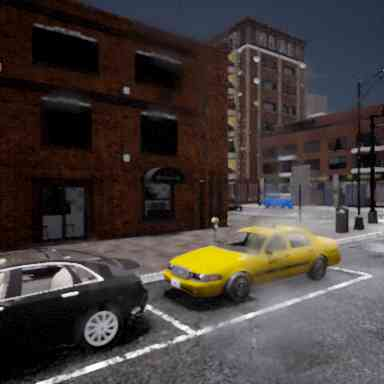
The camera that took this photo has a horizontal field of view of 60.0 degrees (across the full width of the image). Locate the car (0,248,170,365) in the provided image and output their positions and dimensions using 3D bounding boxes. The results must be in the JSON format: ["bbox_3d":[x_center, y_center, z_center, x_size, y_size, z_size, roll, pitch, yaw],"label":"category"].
[{"bbox_3d":[-2.740,1.547,4.549,4.403,1.369,2.008,-1,2,-36],"label":"car"}]

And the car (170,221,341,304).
[{"bbox_3d":[1.636,1.422,7.911,4.829,1.417,1.752,-1,2,-36],"label":"car"}]

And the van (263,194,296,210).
[{"bbox_3d":[10.183,1.098,39.032,1.690,1.788,3.998,-1,0,-35],"label":"van"}]

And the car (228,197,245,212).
[{"bbox_3d":[3.314,1.327,34.235,1.947,1.339,4.313,-1,0,-35],"label":"car"}]

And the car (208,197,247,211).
[{"bbox_3d":[3.948,1.320,38.043,1.812,1.442,4.674,0,0,-35],"label":"car"}]
